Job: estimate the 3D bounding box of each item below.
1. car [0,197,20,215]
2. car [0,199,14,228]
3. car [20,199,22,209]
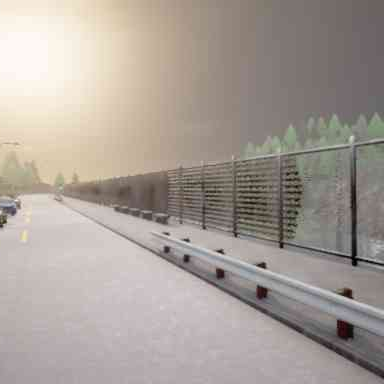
[{"bbox_3d":[-16.728,1.266,29.540,1.882,1.535,5.008,-2,1,-25],"label":"car"},{"bbox_3d":[-12.544,1.415,20.629,2.033,1.411,5.357,-2,1,-25],"label":"car"},{"bbox_3d":[-20.948,1.270,38.610,1.994,1.385,4.181,-2,1,-25],"label":"car"}]
